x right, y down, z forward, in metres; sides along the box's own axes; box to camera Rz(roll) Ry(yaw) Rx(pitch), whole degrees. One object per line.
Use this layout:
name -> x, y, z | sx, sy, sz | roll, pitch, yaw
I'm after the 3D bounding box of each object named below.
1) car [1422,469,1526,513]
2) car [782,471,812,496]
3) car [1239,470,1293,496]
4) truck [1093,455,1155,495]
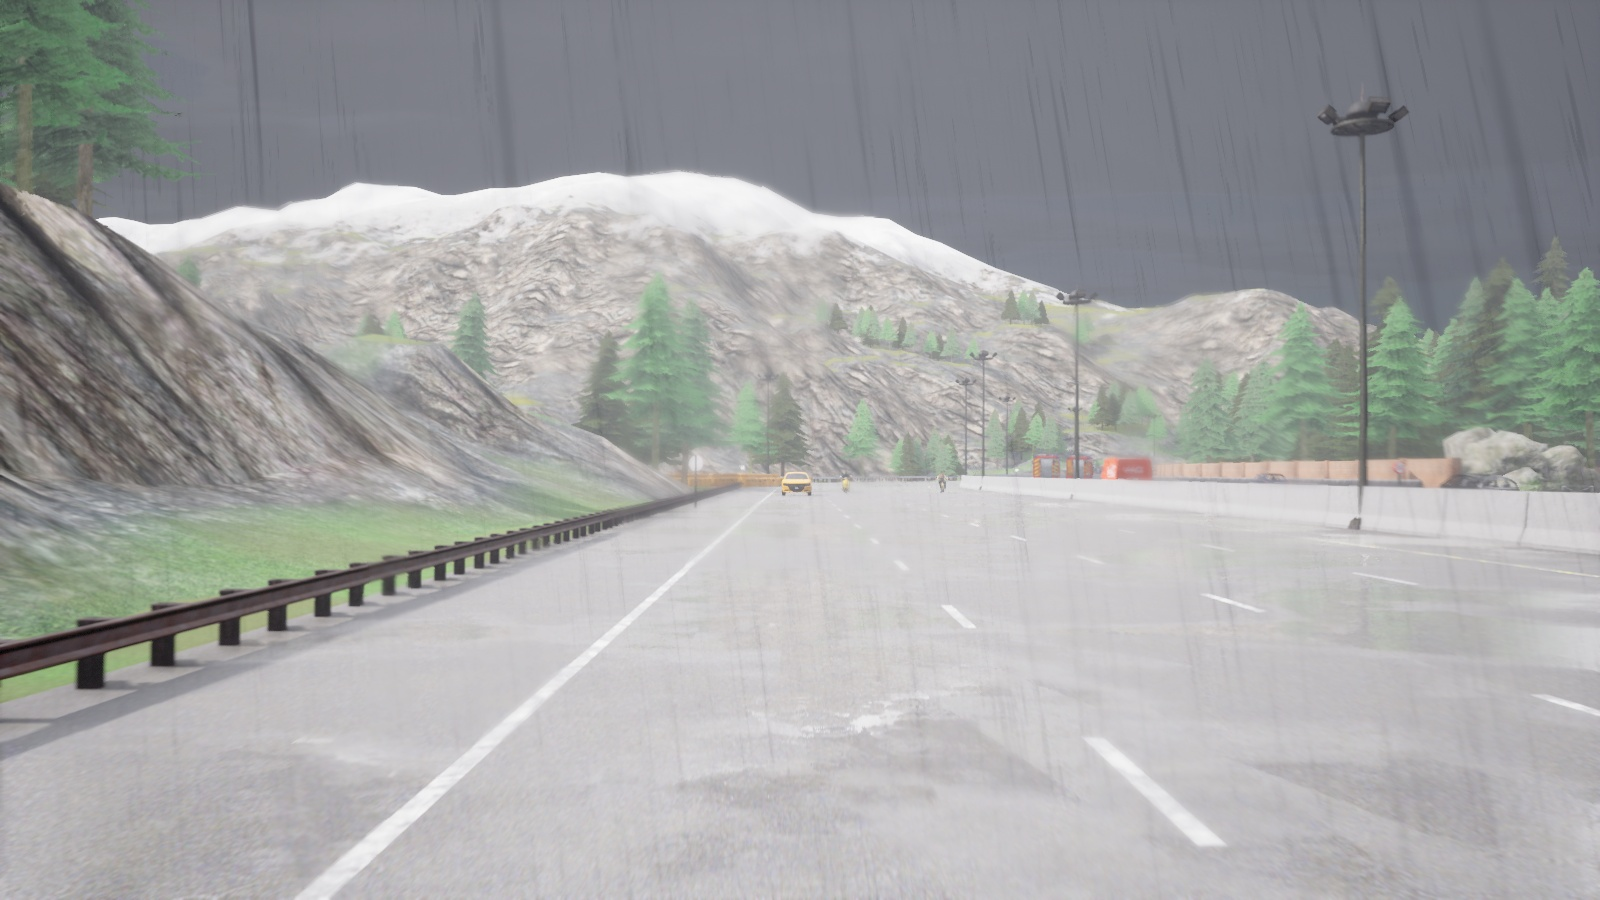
car -> 24.390, 1.459, 45.580 | 1.789, 1.549, 3.705 | 0, -1, 0
car -> -0.194, 2.137, 80.281 | 1.882, 1.535, 5.008 | 0, -1, 0
car -> 27.818, 1.975, 75.096 | 1.845, 1.501, 3.633 | 0, -1, 0
truck -> 20.803, 1.603, 80.881 | 2.627, 2.467, 5.204 | 0, -1, 0
